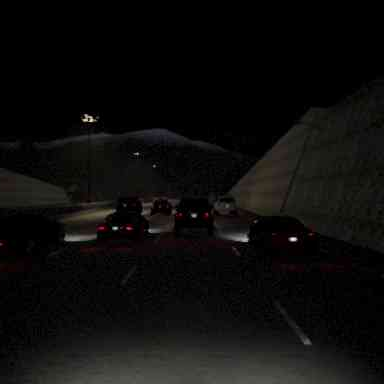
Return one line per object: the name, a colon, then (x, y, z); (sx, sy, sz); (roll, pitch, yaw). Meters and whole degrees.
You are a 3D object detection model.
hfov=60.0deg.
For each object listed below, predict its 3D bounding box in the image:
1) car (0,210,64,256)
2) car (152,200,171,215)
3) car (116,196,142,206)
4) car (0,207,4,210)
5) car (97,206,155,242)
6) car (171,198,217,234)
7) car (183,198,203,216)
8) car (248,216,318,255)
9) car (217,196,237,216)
car: (-6.895, 1.611, 13.694); (1.837, 1.490, 4.892); (0, 0, 0)
car: (-3.370, 1.639, 37.355); (2.097, 1.767, 4.553); (0, 0, 0)
car: (-6.871, 1.504, 36.735); (2.150, 2.045, 5.566); (0, 0, 0)
car: (-17.579, 1.718, 27.598); (1.837, 1.490, 4.892); (0, -1, 0)
car: (-3.392, 1.680, 17.190); (2.033, 1.411, 5.357); (0, 0, 0)
car: (0.112, 1.379, 20.383); (2.150, 2.045, 5.566); (0, 0, 0)
car: (0.130, 1.639, 37.363); (2.097, 1.767, 4.553); (0, 0, 0)
car: (3.605, 1.671, 13.836); (1.994, 1.385, 4.181); (0, 0, 0)
car: (3.629, 1.504, 36.826); (2.150, 2.045, 5.566); (0, 0, 0)
